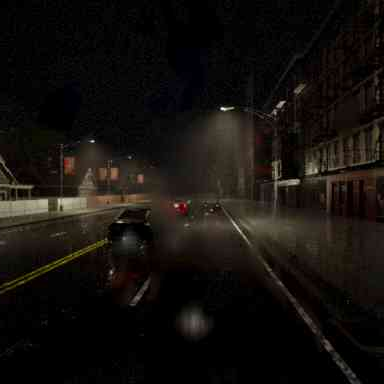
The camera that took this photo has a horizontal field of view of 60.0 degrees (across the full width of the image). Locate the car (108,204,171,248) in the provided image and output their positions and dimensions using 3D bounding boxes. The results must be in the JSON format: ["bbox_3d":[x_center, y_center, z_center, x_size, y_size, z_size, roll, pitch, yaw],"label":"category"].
[{"bbox_3d":[-2.277,1.501,14.697,1.837,1.490,4.892,0,0,3],"label":"car"}]

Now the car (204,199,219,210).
[{"bbox_3d":[2.505,1.560,43.421,1.895,1.301,4.718,0,0,3],"label":"car"}]

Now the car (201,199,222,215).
[{"bbox_3d":[1.960,1.466,33.183,2.128,1.511,4.902,0,0,3],"label":"car"}]

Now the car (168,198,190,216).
[{"bbox_3d":[-1.319,1.329,32.710,2.097,1.767,4.553,0,0,3],"label":"car"}]
